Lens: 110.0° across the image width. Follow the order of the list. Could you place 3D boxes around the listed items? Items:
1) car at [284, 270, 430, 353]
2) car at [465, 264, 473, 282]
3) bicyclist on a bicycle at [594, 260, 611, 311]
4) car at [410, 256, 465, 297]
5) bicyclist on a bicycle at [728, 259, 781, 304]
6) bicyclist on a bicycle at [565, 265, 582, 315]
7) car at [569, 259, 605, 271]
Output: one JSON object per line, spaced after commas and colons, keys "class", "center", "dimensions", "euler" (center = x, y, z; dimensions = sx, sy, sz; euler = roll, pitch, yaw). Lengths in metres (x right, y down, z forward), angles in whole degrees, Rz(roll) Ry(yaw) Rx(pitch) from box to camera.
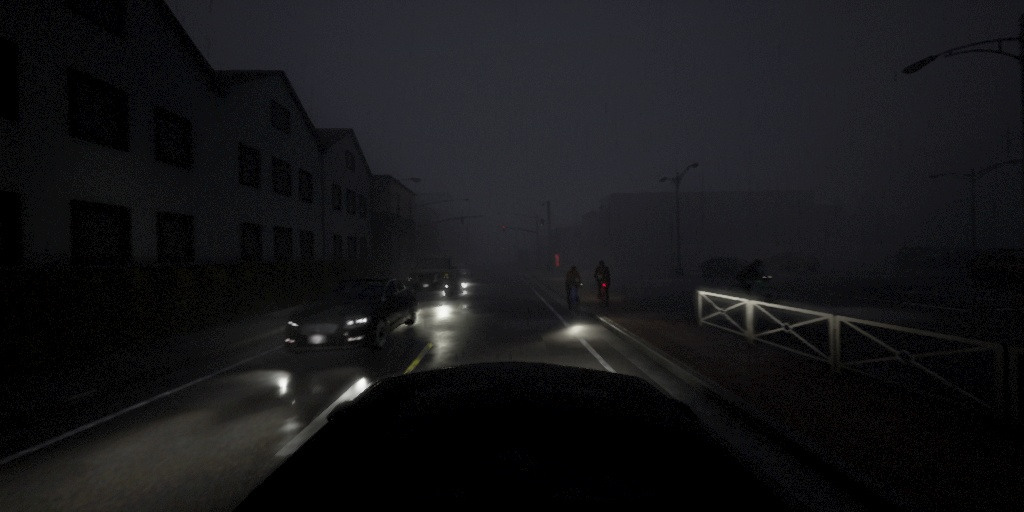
{"class": "car", "center": [-3.777, 1.314, 9.257], "dimensions": [2.128, 1.511, 4.902], "euler": [-1, 0, -2]}
{"class": "car", "center": [-4.365, 1.322, 29.499], "dimensions": [1.812, 1.442, 4.674], "euler": [-1, 0, -1]}
{"class": "bicyclist on a bicycle", "center": [3.025, 0.966, 11.969], "dimensions": [0.582, 1.620, 1.656], "euler": [-1, 0, 5]}
{"class": "car", "center": [-4.095, 1.033, 19.517], "dimensions": [2.150, 2.045, 5.566], "euler": [-1, 0, -2]}
{"class": "bicyclist on a bicycle", "center": [8.798, 0.954, 13.091], "dimensions": [0.582, 1.620, 1.656], "euler": [-2, 1, -43]}
{"class": "bicyclist on a bicycle", "center": [2.079, 1.139, 12.208], "dimensions": [0.582, 1.620, 1.656], "euler": [-1, 0, -5]}
{"class": "car", "center": [9.604, 1.156, 45.662], "dimensions": [4.674, 1.442, 1.812], "euler": [-1, 0, -3]}
